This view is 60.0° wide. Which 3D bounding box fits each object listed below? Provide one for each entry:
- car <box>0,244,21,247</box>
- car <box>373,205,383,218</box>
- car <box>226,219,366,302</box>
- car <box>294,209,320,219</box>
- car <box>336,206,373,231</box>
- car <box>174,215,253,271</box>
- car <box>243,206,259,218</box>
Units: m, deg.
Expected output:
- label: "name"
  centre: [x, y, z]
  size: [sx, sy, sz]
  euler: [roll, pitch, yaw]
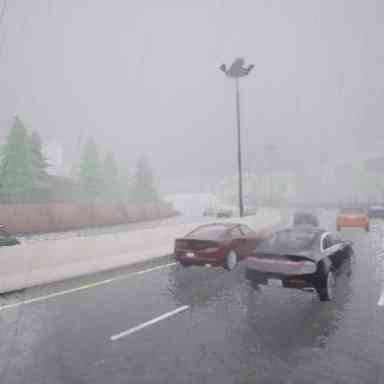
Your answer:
- label: "car"
  centre: [-8.365, 1.962, 11.323]
  size: [2.097, 1.767, 4.553]
  euler: [-3, -2, 36]
- label: "car"
  centre: [20.196, 2.220, 36.745]
  size: [1.882, 1.535, 5.008]
  euler: [-2, -2, 17]
- label: "car"
  centre: [3.114, 1.732, 9.027]
  size: [2.128, 1.511, 4.902]
  euler: [-3, -2, 34]
- label: "car"
  centre: [10.038, 2.248, 29.104]
  size: [1.837, 1.490, 4.892]
  euler: [-2, -2, 23]
- label: "car"
  centre: [12.092, 1.908, 25.136]
  size: [2.097, 1.767, 4.553]
  euler: [-2, -2, 25]
- label: "car"
  centre: [1.323, 1.885, 12.628]
  size: [1.882, 1.535, 5.008]
  euler: [-3, -2, 34]
- label: "car"
  centre: [8.709, 2.932, 48.784]
  size: [2.128, 1.511, 4.902]
  euler: [-2, -2, 12]
